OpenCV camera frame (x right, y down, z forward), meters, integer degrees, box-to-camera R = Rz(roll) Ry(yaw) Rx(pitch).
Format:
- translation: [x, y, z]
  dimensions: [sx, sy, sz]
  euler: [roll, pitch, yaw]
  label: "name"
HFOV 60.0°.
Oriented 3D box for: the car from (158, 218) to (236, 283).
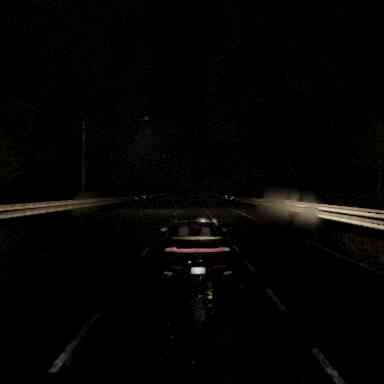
- translation: [0.080, 1.487, 9.678]
  dimensions: [2.128, 1.511, 4.902]
  euler: [0, 0, -1]
  label: "car"
